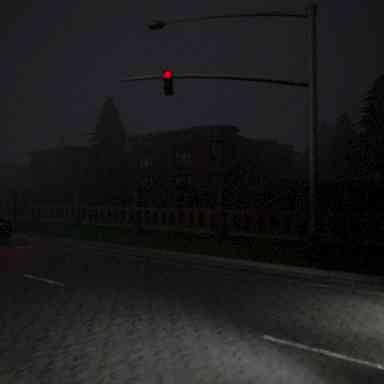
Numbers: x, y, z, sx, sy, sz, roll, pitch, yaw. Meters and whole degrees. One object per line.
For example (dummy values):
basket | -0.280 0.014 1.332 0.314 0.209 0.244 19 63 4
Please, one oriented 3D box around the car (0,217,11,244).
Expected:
car | -10.474 1.670 15.763 4.902 1.511 2.128 -1 0 35
